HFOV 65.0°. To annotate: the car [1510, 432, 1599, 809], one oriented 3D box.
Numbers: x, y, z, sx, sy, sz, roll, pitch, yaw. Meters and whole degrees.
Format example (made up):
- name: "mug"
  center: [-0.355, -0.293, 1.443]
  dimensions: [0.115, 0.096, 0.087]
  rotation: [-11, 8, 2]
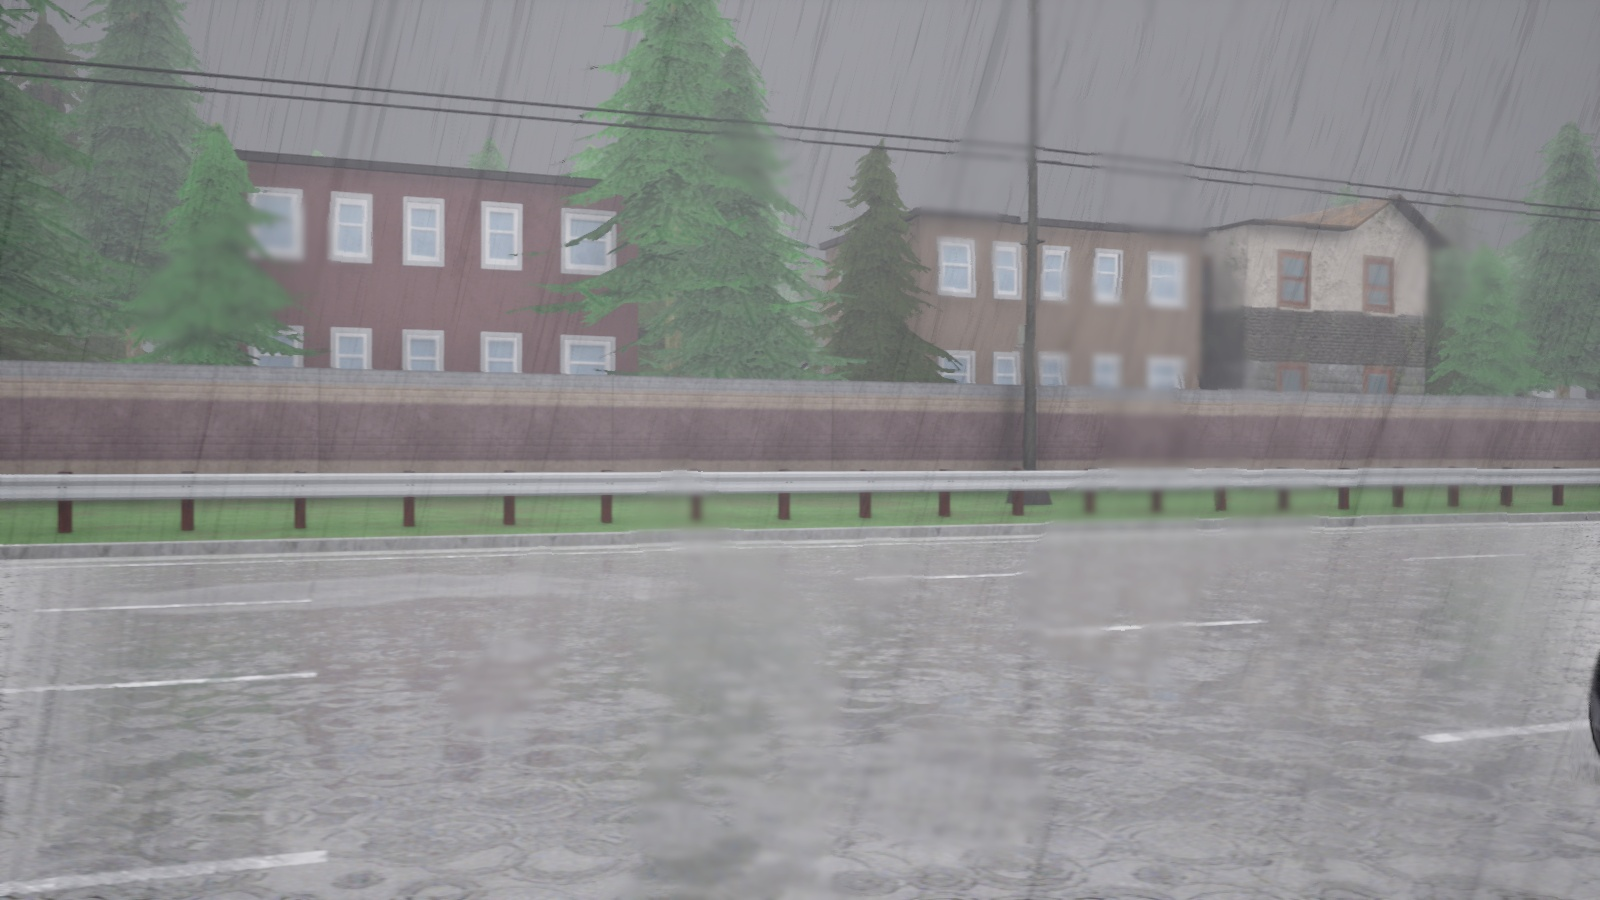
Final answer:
- name: "car"
  center: [5.073, 0.661, 5.165]
  dimensions: [3.633, 1.501, 1.845]
  rotation: [-1, 1, -21]
